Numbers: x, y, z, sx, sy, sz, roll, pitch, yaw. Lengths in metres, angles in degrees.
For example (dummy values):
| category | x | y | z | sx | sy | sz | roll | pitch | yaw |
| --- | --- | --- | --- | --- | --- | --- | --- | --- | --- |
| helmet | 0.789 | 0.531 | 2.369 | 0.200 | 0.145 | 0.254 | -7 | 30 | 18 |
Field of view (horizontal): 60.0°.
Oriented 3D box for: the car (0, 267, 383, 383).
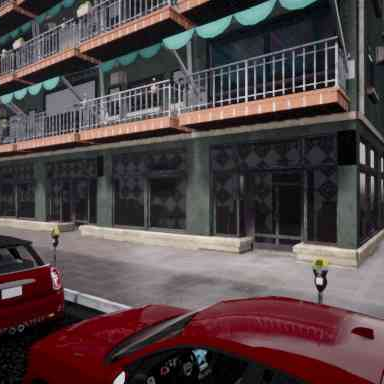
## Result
| category | x | y | z | sx | sy | sz | roll | pitch | yaw |
| --- | --- | --- | --- | --- | --- | --- | --- | --- | --- |
| car | 0.479 | 1.545 | 2.536 | 4.507 | 1.381 | 1.887 | 0 | 0 | 36 |

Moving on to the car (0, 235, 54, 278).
| category | x | y | z | sx | sy | sz | roll | pitch | yaw |
| --- | --- | --- | --- | --- | --- | --- | --- | --- | --- |
| car | -4.107 | 1.440 | 5.814 | 4.097 | 1.590 | 1.967 | 0 | 0 | 36 |
